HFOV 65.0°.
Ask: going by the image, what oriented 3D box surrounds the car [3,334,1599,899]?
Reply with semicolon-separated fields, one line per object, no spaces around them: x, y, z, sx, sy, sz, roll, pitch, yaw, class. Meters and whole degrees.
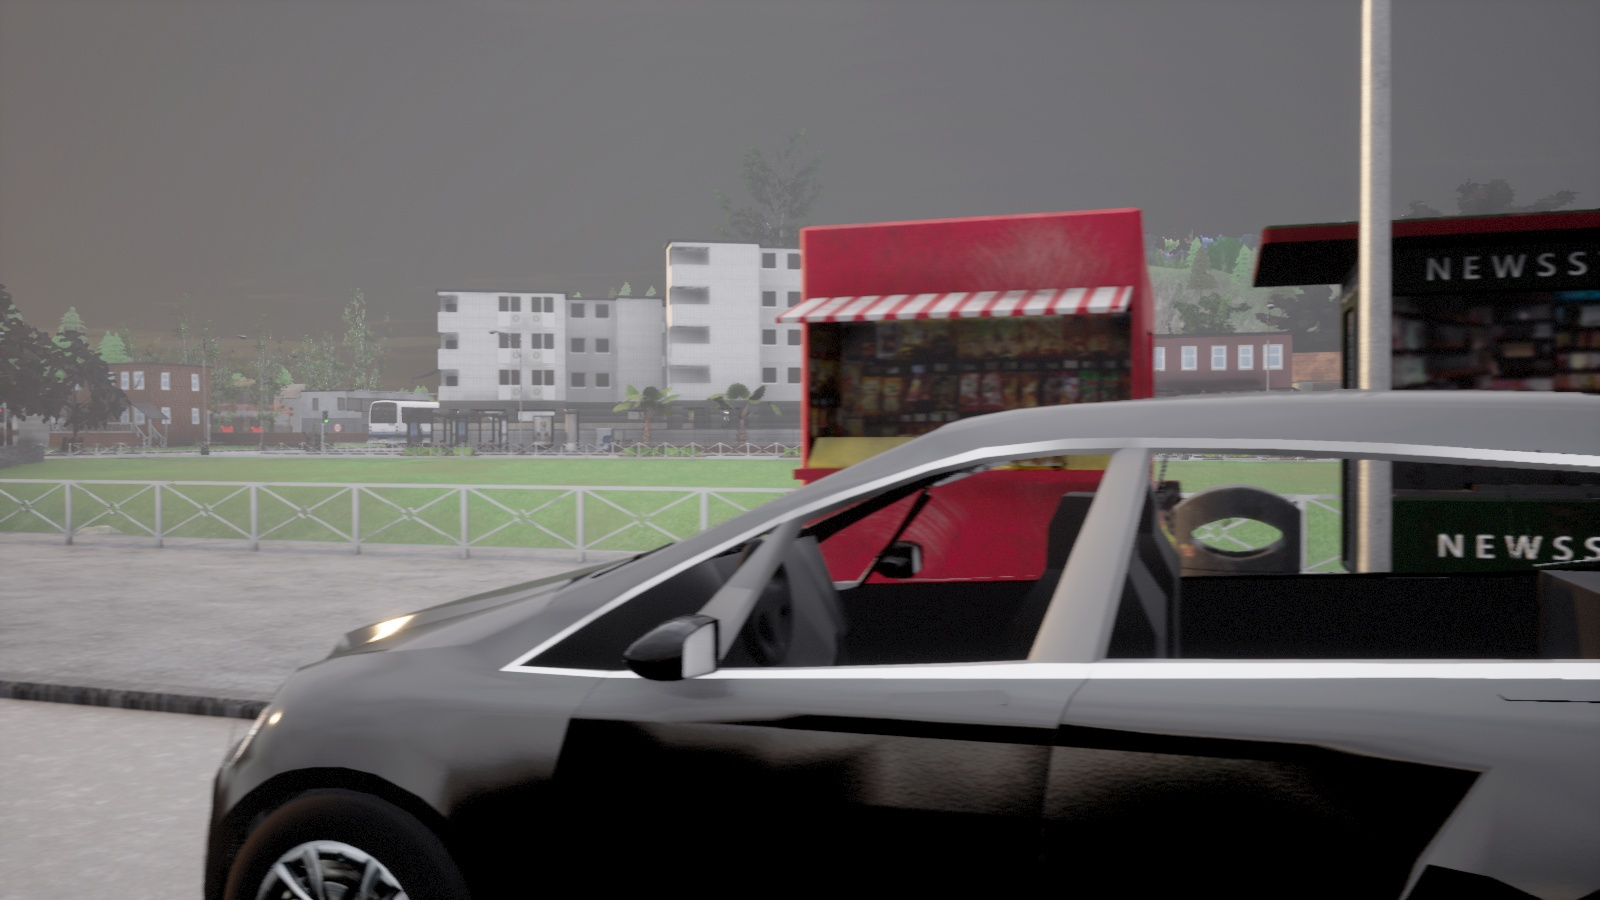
0.504;0.616;3.548;4.611;1.667;2.242;1;1;19;car
